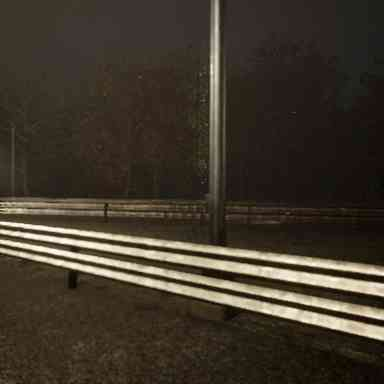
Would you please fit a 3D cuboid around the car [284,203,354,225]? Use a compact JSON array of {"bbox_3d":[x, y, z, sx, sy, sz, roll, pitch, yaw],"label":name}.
[{"bbox_3d":[9.248,1.532,24.519,4.792,1.488,2.163,0,0,16],"label":"car"}]
